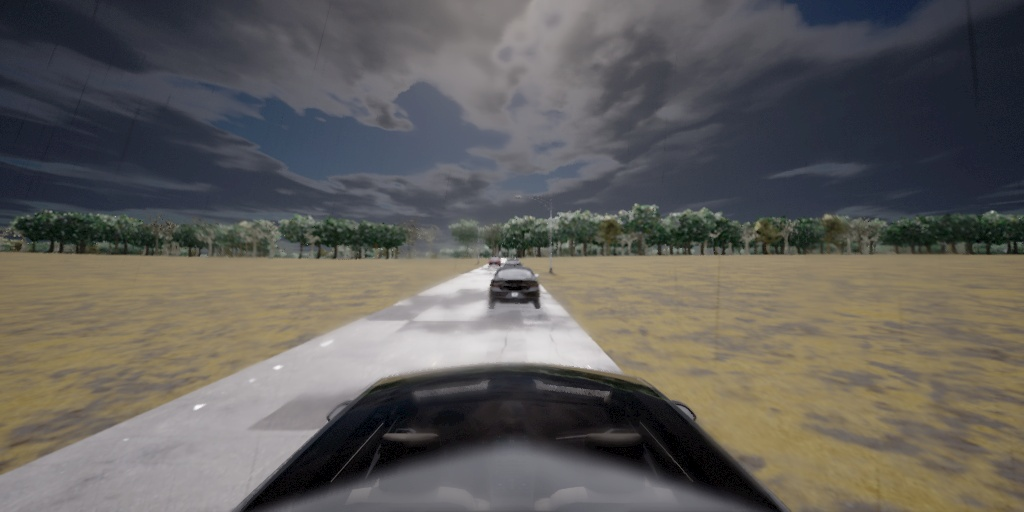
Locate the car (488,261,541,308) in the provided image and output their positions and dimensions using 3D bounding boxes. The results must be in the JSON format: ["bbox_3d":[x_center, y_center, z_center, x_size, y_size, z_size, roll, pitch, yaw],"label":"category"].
[{"bbox_3d":[0.100,1.138,14.597,1.882,1.535,5.008,0,0,0],"label":"car"}]

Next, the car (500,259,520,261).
[{"bbox_3d":[0.100,1.031,33.681,1.837,1.490,4.892,0,0,0],"label":"car"}]

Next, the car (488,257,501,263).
[{"bbox_3d":[-2.788,0.834,57.813,1.882,1.535,5.008,0,1,1],"label":"car"}]
